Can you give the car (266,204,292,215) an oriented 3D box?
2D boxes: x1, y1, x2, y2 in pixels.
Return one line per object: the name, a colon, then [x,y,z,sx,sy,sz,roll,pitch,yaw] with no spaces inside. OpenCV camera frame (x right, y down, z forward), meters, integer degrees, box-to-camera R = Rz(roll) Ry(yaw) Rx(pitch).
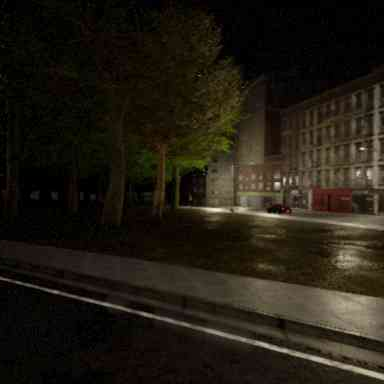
car: [11.810,2.360,45.351,1.812,1.442,4.674,0,-2,-16]
